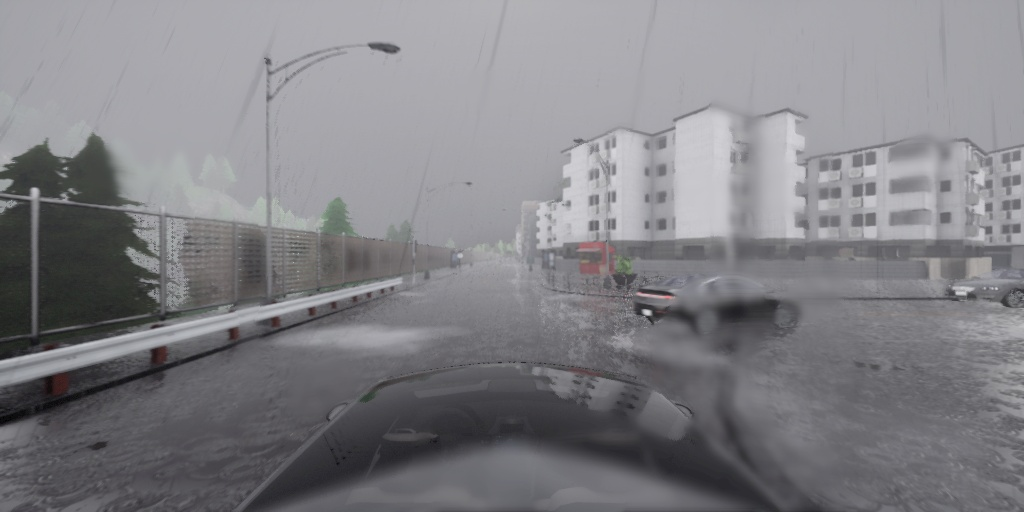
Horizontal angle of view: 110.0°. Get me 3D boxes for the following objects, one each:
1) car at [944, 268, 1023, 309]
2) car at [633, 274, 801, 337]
[{"bbox_3d":[20.549,1.245,14.460,4.902,1.511,2.128,0,0,0],"label":"car"},{"bbox_3d":[5.747,1.237,10.012,4.902,1.511,2.128,0,-1,-20],"label":"car"}]
